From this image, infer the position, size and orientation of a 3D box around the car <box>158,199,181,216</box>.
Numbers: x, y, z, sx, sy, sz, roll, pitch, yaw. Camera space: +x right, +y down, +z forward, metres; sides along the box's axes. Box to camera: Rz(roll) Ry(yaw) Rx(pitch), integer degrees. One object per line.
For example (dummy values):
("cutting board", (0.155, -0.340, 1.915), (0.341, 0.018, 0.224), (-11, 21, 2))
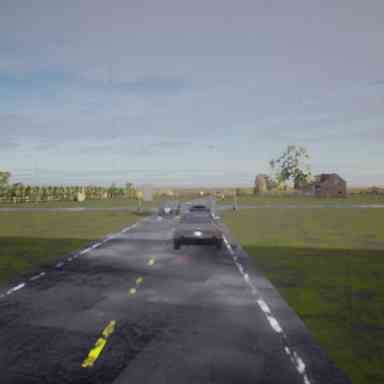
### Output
("car", (-2.091, 1.451, 32.104), (2.128, 1.511, 4.902), (0, 0, 3))

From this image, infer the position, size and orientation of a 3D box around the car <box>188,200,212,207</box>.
("car", (0.676, 1.469, 29.117), (1.837, 1.490, 4.892), (0, 0, 2))

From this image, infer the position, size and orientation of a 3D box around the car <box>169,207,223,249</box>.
("car", (0.266, 1.547, 14.504), (1.994, 1.385, 4.181), (0, 0, 1))
